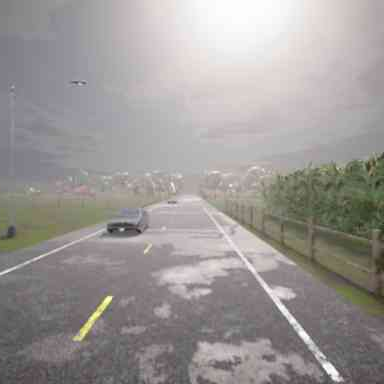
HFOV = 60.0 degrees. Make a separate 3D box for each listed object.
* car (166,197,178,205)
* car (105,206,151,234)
[{"bbox_3d":[-3.531,1.570,60.368,2.033,1.411,5.357,0,0,1],"label":"car"},{"bbox_3d":[-3.599,1.555,19.736,2.033,1.411,5.357,0,0,0],"label":"car"}]
